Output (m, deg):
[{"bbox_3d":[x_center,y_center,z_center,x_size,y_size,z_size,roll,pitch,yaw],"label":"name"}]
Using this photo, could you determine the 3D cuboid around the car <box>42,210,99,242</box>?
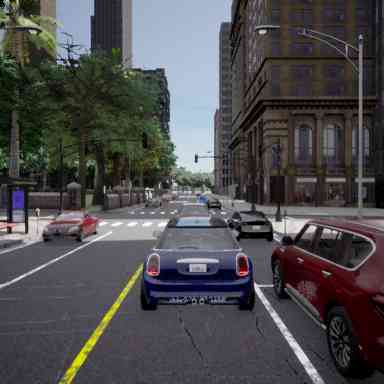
[{"bbox_3d":[-5.765,1.578,16.319,1.802,1.307,4.206,0,0,0],"label":"car"}]

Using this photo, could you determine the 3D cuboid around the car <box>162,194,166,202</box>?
[{"bbox_3d":[-5.763,1.414,53.598,1.967,1.590,4.097,0,0,0],"label":"car"}]

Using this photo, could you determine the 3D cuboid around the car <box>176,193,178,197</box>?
[{"bbox_3d":[-5.760,1.239,91.541,2.192,1.841,5.009,0,0,0],"label":"car"}]

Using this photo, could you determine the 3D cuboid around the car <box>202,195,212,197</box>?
[{"bbox_3d":[2.762,1.544,48.158,1.947,1.339,4.313,0,0,0],"label":"car"}]

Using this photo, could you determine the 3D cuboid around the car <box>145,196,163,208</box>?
[{"bbox_3d":[-5.763,1.529,48.178,2.008,1.369,4.403,0,0,0],"label":"car"}]

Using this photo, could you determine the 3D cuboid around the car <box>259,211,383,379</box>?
[{"bbox_3d":[2.758,1.314,5.450,2.192,1.841,5.009,0,0,0],"label":"car"}]

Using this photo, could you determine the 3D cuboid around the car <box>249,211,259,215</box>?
[{"bbox_3d":[2.760,1.562,16.301,1.947,1.339,4.313,0,0,0],"label":"car"}]

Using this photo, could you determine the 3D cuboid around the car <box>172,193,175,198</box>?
[{"bbox_3d":[-5.762,1.264,75.280,2.192,1.841,5.009,0,0,0],"label":"car"}]

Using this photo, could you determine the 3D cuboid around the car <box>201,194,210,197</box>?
[{"bbox_3d":[2.763,1.499,53.748,1.752,1.417,4.829,0,0,0],"label":"car"}]

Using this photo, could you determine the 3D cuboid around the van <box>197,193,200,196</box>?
[{"bbox_3d":[2.764,1.282,80.680,1.690,1.788,3.998,0,0,0],"label":"van"}]

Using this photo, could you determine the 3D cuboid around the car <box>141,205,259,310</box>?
[{"bbox_3d":[0.103,1.351,7.950,2.097,1.767,4.553,0,0,0],"label":"car"}]

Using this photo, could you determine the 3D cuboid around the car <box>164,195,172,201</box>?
[{"bbox_3d":[-5.761,1.466,80.531,1.752,1.417,4.829,0,0,0],"label":"car"}]

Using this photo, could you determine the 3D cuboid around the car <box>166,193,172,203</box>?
[{"bbox_3d":[-5.762,1.396,69.860,1.967,1.590,4.097,0,0,0],"label":"car"}]

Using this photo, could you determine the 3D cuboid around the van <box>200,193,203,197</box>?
[{"bbox_3d":[2.762,1.309,58.999,1.690,1.788,3.998,0,0,0],"label":"van"}]

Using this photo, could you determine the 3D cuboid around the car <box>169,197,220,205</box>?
[{"bbox_3d":[0.102,1.348,17.484,2.097,1.767,4.553,0,0,0],"label":"car"}]

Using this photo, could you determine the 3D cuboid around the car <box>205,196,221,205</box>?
[{"bbox_3d":[2.762,1.547,42.738,1.947,1.339,4.313,0,0,0],"label":"car"}]
